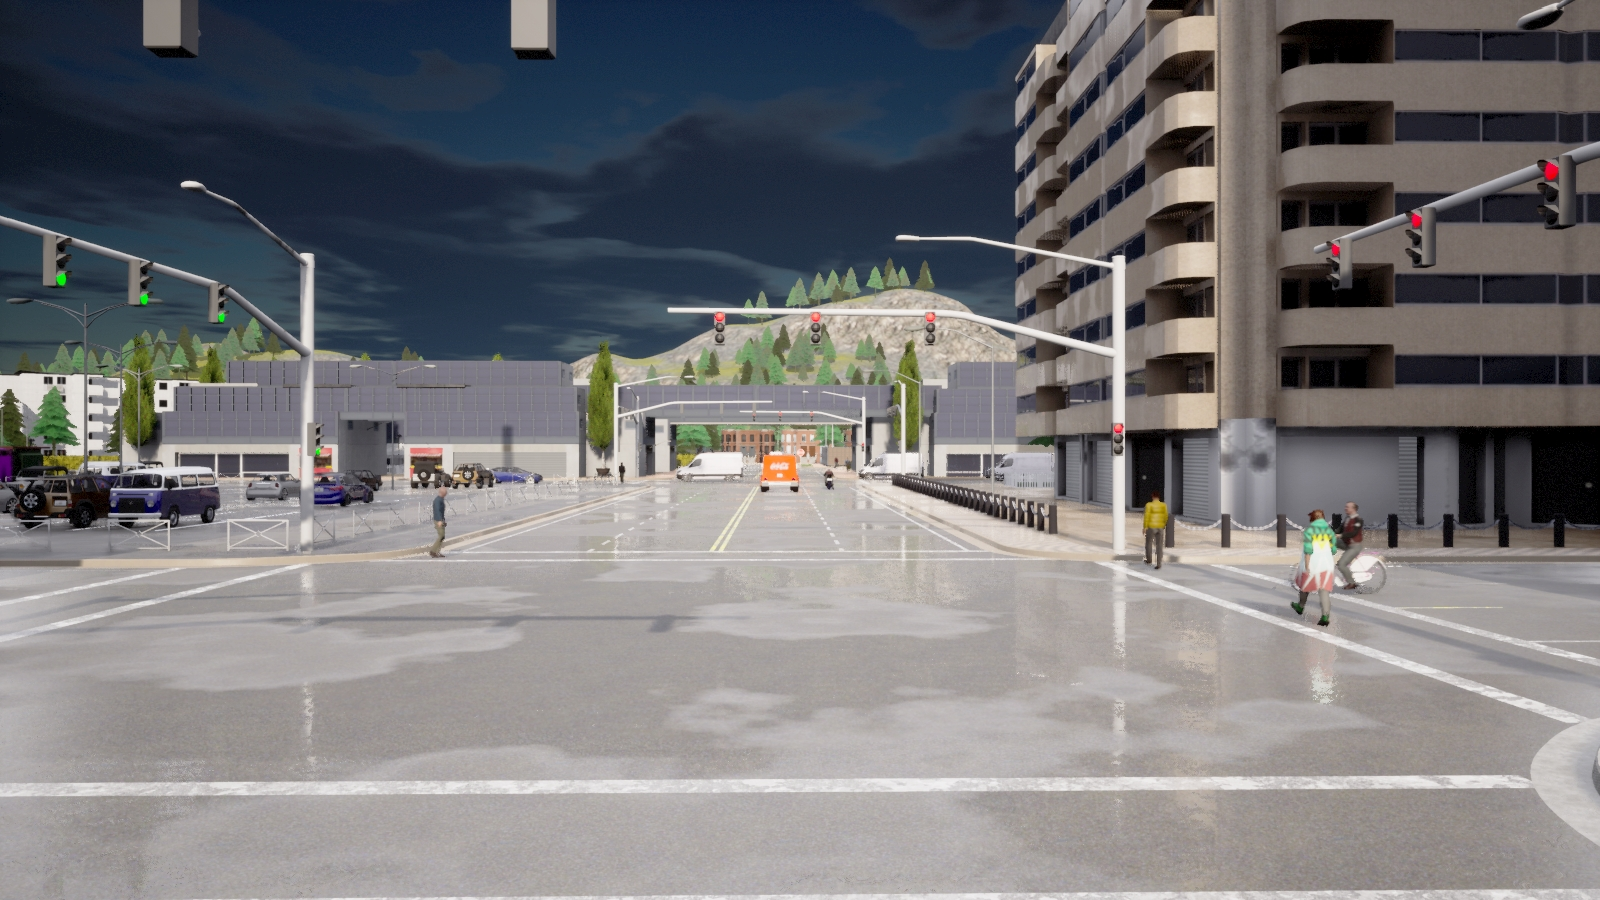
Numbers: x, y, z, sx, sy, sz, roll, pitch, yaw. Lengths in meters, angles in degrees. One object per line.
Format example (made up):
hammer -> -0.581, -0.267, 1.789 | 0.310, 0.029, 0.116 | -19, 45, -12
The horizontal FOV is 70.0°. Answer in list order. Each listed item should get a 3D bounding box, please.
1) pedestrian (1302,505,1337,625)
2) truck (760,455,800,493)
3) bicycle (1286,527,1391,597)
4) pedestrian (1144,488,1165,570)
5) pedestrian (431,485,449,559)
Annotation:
pedestrian -> 8.213, 1.804, 18.079 | 0.375, 1.860, 0.375 | 0, 0, -1
truck -> -1.366, 1.564, 77.071 | 2.627, 2.467, 5.204 | 0, 0, -1
bicycle -> 10.144, 2.107, 21.523 | 1.835, 1.271, 0.329 | 0, 0, -2
pedestrian -> 8.114, 1.806, 26.172 | 0.375, 1.860, 0.375 | 0, 0, 0
pedestrian -> -9.209, 1.834, 29.220 | 0.375, 1.860, 0.375 | 0, 0, -8
